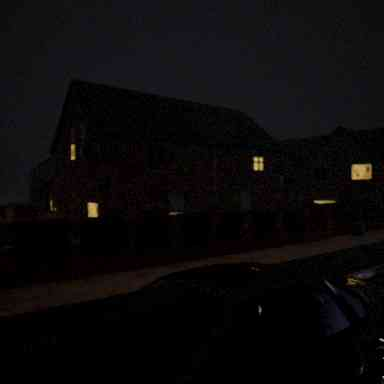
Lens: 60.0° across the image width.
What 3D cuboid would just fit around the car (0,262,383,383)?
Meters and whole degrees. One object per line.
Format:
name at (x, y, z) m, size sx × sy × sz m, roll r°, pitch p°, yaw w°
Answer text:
car at (0.371, 1.550, 3.460) m, size 5.357 × 1.411 × 2.033 m, roll 0°, pitch 0°, yaw -36°
